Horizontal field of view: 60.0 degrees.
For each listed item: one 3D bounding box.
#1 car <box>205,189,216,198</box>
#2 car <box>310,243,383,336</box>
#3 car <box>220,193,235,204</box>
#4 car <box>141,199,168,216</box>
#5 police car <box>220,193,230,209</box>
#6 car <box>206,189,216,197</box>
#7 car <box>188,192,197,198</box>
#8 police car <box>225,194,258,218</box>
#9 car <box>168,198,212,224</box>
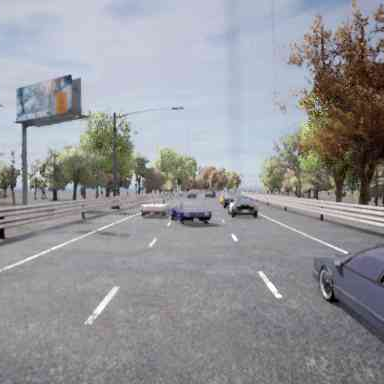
[{"bbox_3d":[4.039,0.659,77.827,1.812,1.442,4.674,0,1,6],"label":"car"},{"bbox_3d":[3.522,1.486,4.927,2.033,1.411,5.357,0,1,0],"label":"car"},{"bbox_3d":[5.099,0.921,48.401,1.882,1.535,5.008,0,1,4],"label":"car"},{"bbox_3d":[-2.939,1.270,27.804,1.895,1.301,4.718,0,1,2],"label":"car"},{"bbox_3d":[4.482,0.984,37.651,1.930,1.638,5.238,0,1,3],"label":"police car"},{"bbox_3d":[5.048,0.267,87.127,2.150,2.045,5.566,0,1,7],"label":"car"},{"bbox_3d":[0.125,0.670,73.383,2.128,1.511,4.902,0,1,6],"label":"car"},{"bbox_3d":[4.006,1.188,26.675,2.038,1.542,4.974,0,1,2],"label":"police car"},{"bbox_3d":[-0.160,1.337,21.991,1.895,1.301,4.718,0,1,-12],"label":"car"}]
